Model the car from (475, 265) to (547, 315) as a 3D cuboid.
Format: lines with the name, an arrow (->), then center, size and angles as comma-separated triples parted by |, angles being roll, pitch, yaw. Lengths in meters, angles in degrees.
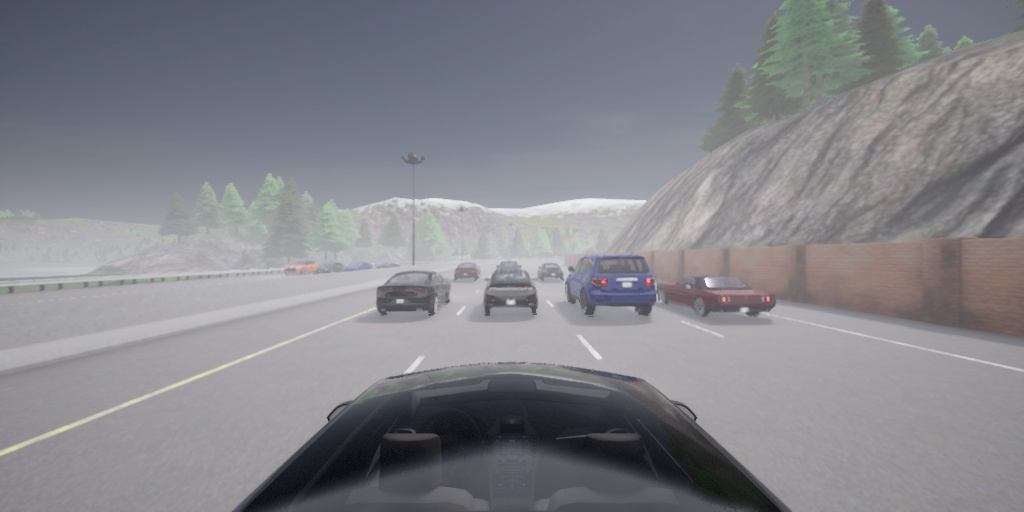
car -> -0.054, 1.259, 13.760 | 2.128, 1.511, 4.902 | 0, 0, -1

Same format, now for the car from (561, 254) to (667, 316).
car -> 3.450, 0.968, 13.489 | 2.150, 2.045, 5.566 | 0, 0, -1

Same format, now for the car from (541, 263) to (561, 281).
car -> 3.237, 1.298, 30.602 | 1.812, 1.442, 4.674 | 0, 0, -1

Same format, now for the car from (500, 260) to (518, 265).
car -> -0.252, 1.141, 29.279 | 2.097, 1.767, 4.553 | 0, 0, -1

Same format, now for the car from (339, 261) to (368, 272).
car -> -18.092, 1.383, 42.416 | 1.882, 1.535, 5.008 | 0, 0, -1

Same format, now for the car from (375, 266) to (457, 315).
car -> -3.555, 1.264, 13.779 | 1.882, 1.535, 5.008 | 0, 0, -1

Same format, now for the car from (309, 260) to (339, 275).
car -> -21.593, 1.429, 42.638 | 1.837, 1.490, 4.892 | 0, 0, -1

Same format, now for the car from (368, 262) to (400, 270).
car -> -14.592, 1.433, 42.075 | 2.033, 1.411, 5.357 | 0, 0, -1

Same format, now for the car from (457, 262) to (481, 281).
car -> -3.769, 1.289, 31.071 | 1.882, 1.535, 5.008 | 0, 0, -1

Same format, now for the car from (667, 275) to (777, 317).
car -> 6.955, 1.328, 12.975 | 1.895, 1.301, 4.718 | 0, 0, 0

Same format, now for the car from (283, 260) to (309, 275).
car -> -25.093, 1.296, 42.772 | 2.097, 1.767, 4.553 | 0, 0, -1
